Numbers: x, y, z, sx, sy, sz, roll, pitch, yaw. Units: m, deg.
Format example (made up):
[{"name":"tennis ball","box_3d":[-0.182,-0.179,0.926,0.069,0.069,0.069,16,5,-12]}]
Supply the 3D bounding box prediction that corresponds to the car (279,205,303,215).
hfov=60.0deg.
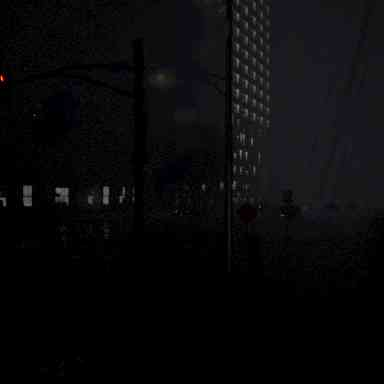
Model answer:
[{"name":"car","box_3d":[13.889,2.465,46.610,1.895,1.301,4.718,0,-1,33]}]

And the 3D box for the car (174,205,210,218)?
[{"name":"car","box_3d":[0.053,2.187,37.386,1.895,1.301,4.718,0,-1,33]}]

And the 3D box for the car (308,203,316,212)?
[{"name":"car","box_3d":[19.076,2.540,54.770,1.837,1.490,4.892,0,-1,33]}]

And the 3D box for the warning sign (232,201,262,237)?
[{"name":"warning sign","box_3d":[3.076,1.458,18.578,1.300,1.860,1.060,1,1,33]}]

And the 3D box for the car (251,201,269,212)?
[{"name":"car","box_3d":[10.922,2.314,54.107,2.097,1.767,4.553,0,-1,33]}]

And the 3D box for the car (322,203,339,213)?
[{"name":"car","box_3d":[22.475,2.534,53.875,1.882,1.535,5.008,0,-1,33]}]

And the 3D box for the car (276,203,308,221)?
[{"name":"car","box_3d":[10.336,2.162,34.982,1.837,1.490,4.892,0,-1,33]}]

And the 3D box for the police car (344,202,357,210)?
[{"name":"police car","box_3d":[31.435,2.743,65.878,1.930,1.638,5.238,0,-1,33]}]

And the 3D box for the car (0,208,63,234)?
[{"name":"car","box_3d":[-10.449,1.764,21.056,1.812,1.442,4.674,0,-1,33]}]
